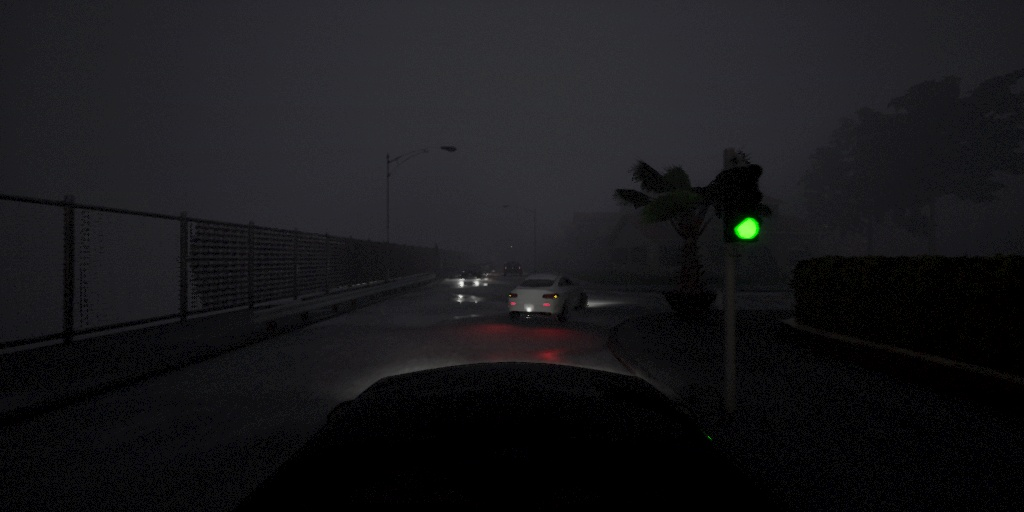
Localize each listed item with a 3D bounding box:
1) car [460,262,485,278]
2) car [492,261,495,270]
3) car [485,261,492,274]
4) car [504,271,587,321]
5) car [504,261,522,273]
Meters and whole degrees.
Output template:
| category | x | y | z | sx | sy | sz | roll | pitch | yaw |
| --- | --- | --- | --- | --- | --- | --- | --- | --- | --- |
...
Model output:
| category | x | y | z | sx | sy | sz | roll | pitch | yaw |
| --- | --- | --- | --- | --- | --- | --- | --- | --- | --- |
| car | -4.101 | 1.520 | 37.293 | 1.812 | 1.442 | 4.674 | 0 | 0 | 0 |
| car | -4.046 | 1.684 | 64.403 | 1.837 | 1.490 | 4.892 | 0 | 0 | 0 |
| car | -4.094 | 1.597 | 48.445 | 1.812 | 1.442 | 4.674 | 0 | 0 | 0 |
| car | 1.333 | 1.352 | 12.798 | 1.812 | 1.442 | 4.674 | -1 | -1 | 21 |
| car | 0.091 | 1.379 | 42.119 | 2.097 | 1.767 | 4.553 | 0 | 0 | 0 |
